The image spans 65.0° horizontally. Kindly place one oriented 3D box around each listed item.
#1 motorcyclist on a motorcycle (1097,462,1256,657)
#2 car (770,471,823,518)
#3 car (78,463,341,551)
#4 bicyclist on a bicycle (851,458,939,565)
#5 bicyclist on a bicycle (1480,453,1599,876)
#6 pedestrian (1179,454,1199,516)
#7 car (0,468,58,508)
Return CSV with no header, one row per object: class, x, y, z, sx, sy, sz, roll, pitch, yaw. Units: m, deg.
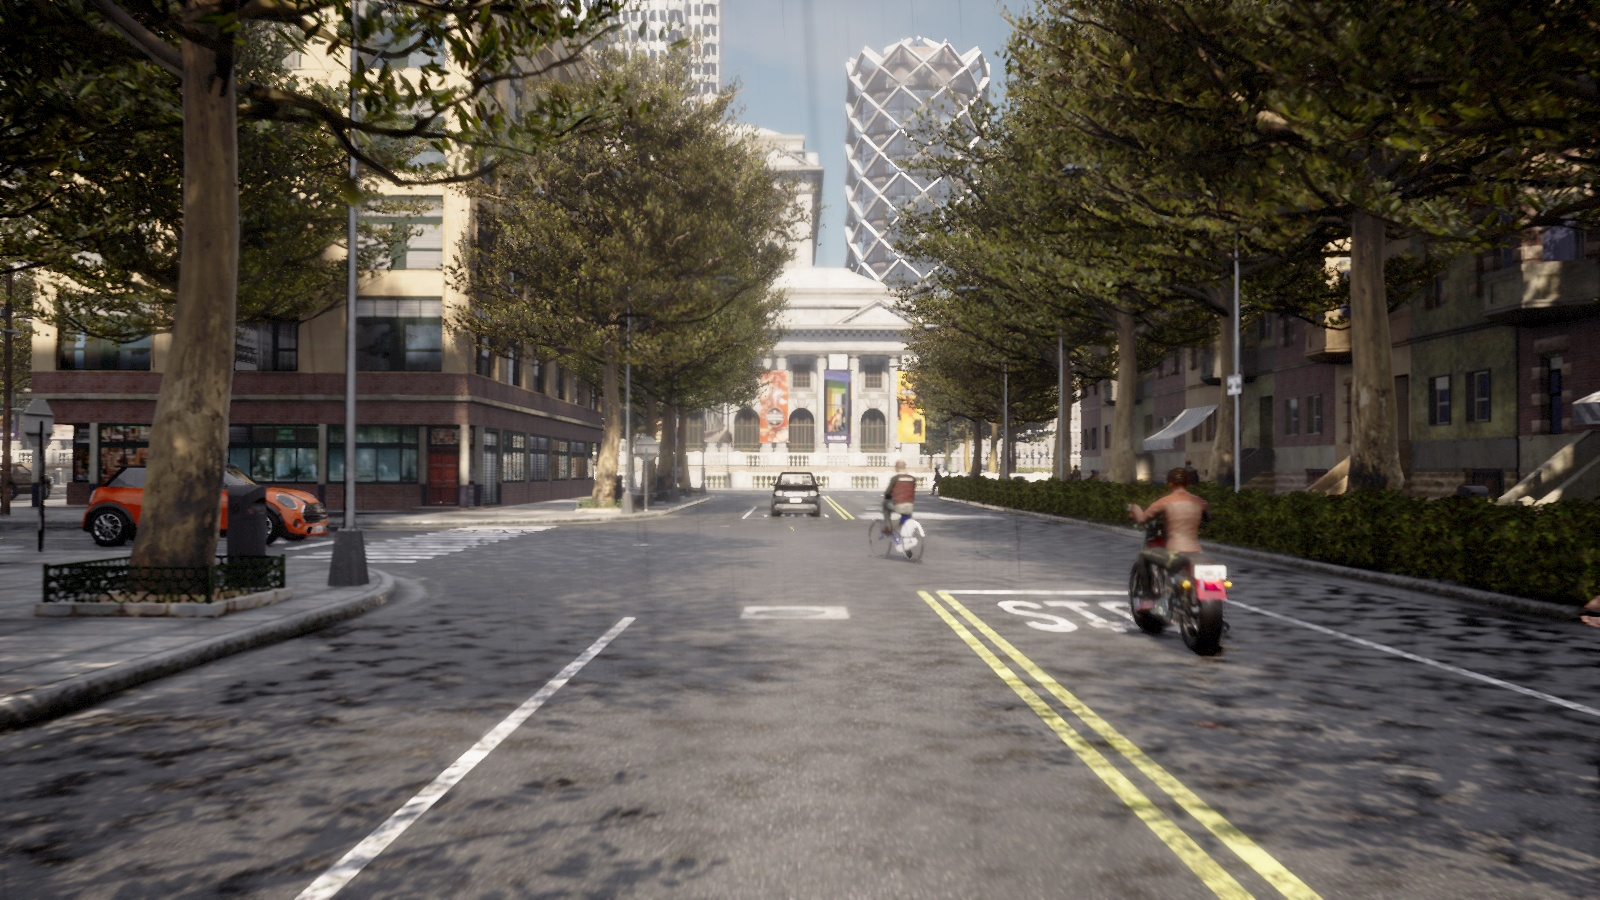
motorcyclist on a motorcycle,3.470,0.949,11.817,0.766,1.649,2.350,0,-1,0
car,-0.116,1.531,44.025,1.789,1.549,3.705,0,-1,0
car,-12.296,1.164,26.400,4.553,1.767,2.097,0,-1,-1
bicyclist on a bicycle,1.637,1.046,21.931,0.659,1.776,1.843,-1,0,-26
bicyclist on a bicycle,3.483,0.819,4.851,0.866,1.612,1.509,0,-2,0
pedestrian,11.743,1.059,37.920,0.376,1.854,0.720,0,-1,0
car,-38.148,1.799,60.639,1.932,1.855,4.605,0,-1,0
